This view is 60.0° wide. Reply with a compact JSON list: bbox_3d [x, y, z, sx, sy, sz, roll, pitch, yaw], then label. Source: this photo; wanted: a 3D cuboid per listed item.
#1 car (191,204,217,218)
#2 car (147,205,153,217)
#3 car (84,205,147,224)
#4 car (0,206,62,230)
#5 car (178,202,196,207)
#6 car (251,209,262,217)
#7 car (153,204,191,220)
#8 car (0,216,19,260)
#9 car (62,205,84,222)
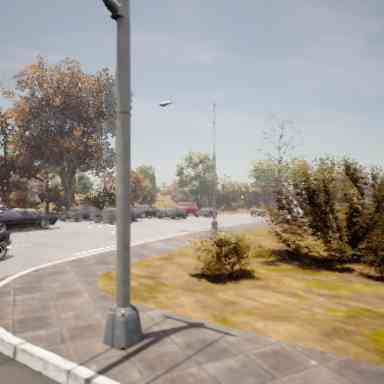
[{"bbox_3d":[2.041,2.827,46.615,1.812,1.442,4.674,0,-3,25],"label":"car"},{"bbox_3d":[-5.560,2.286,38.589,1.837,1.490,4.892,0,-3,25],"label":"car"},{"bbox_3d":[-6.377,1.894,28.492,2.033,1.411,5.357,0,-2,25],"label":"car"},{"bbox_3d":[-10.427,1.659,19.727,1.895,1.301,4.718,0,-1,25],"label":"car"},{"bbox_3d":[-1.046,2.524,48.254,2.150,2.045,5.566,0,-3,26],"label":"car"},{"bbox_3d":[11.784,3.661,59.003,1.895,1.301,4.718,0,-3,25],"label":"car"},{"bbox_3d":[-2.203,2.374,37.525,1.994,1.385,4.181,0,-3,25],"label":"car"},{"bbox_3d":[-7.135,1.580,9.328,1.895,1.301,4.718,0,0,0],"label":"car"},{"bbox_3d":[-9.785,1.880,29.430,1.994,1.385,4.181,0,-2,26],"label":"car"}]
